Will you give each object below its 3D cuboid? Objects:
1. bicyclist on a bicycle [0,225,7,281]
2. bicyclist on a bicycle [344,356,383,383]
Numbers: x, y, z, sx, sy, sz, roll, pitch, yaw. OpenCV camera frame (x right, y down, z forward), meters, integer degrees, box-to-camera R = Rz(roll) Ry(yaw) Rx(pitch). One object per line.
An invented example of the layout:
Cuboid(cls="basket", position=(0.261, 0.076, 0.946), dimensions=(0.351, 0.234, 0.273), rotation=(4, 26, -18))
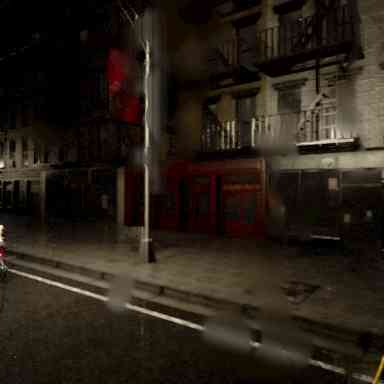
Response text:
Cuboid(cls="bicyclist on a bicycle", position=(-5.107, 1.377, 8.478), dimensions=(1.509, 1.612, 0.866), rotation=(1, 0, 36))
Cuboid(cls="bicyclist on a bicycle", position=(2.187, 1.453, 3.030), dimensions=(1.509, 1.612, 0.866), rotation=(1, 0, 37))
